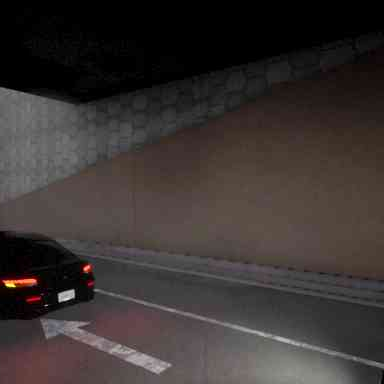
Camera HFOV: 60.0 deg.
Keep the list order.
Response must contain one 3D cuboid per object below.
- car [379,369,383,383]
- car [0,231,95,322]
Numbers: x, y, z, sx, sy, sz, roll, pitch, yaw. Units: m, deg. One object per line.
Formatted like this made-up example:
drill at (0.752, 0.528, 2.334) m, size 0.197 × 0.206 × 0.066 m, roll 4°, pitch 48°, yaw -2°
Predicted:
car at (3.523, 1.505, 1.401) m, size 4.892 × 1.490 × 1.837 m, roll 0°, pitch 0°, yaw 36°
car at (-3.918, 1.526, 6.768) m, size 4.674 × 1.442 × 1.812 m, roll 0°, pitch 0°, yaw 36°
